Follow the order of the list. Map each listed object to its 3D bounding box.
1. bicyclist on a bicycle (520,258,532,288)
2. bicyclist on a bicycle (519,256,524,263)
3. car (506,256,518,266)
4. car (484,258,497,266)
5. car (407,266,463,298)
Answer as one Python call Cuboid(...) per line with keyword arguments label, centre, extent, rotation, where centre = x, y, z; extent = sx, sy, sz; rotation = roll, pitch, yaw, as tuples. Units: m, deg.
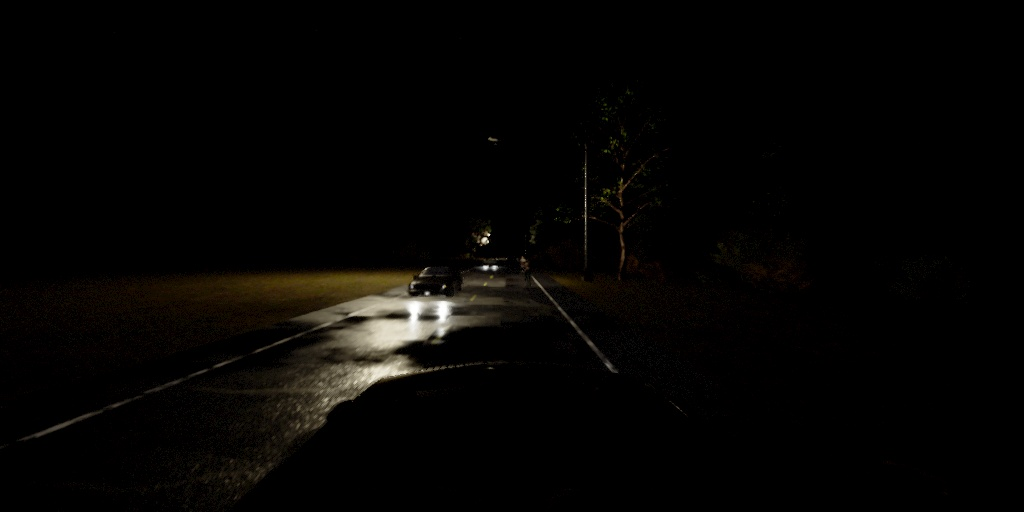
Cuboid(label="bicyclist on a bicycle", centre=(0.961, 1.069, 21.560), extent=(0.582, 1.620, 1.656), rotation=(0, 0, 0))
Cuboid(label="bicyclist on a bicycle", centre=(0.960, 0.918, 31.839), extent=(0.659, 1.776, 1.843), rotation=(0, 1, 0))
Cuboid(label="car", centre=(0.044, 0.917, 61.169), extent=(1.994, 1.385, 4.181), rotation=(0, 0, 1))
Cuboid(label="car", centre=(-3.523, 0.965, 59.662), extent=(1.895, 1.301, 4.718), rotation=(0, 0, 0))
Cuboid(label="car", centre=(-3.594, 1.188, 17.818), extent=(2.033, 1.411, 5.357), rotation=(0, 0, 0))
